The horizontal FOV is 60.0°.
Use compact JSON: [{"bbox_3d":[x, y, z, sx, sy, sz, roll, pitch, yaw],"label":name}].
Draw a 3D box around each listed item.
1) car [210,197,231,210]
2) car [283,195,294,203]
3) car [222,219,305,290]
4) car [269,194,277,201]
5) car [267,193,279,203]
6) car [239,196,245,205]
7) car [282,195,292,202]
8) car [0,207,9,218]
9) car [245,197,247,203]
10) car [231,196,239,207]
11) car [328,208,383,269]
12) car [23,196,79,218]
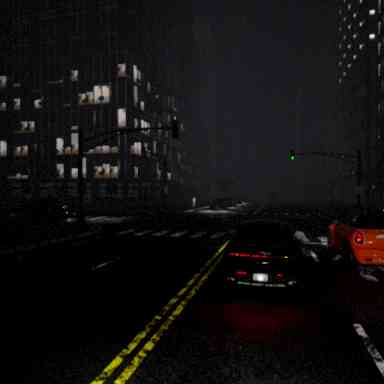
[{"bbox_3d":[3.537,1.533,42.812,1.812,1.442,4.674,0,0,14],"label":"car"},{"bbox_3d":[20.642,1.522,70.831,1.812,1.442,4.674,0,0,14],"label":"car"},{"bbox_3d":[2.025,1.510,9.259,1.837,1.490,4.892,0,0,14],"label":"car"},{"bbox_3d":[19.651,1.301,80.409,1.882,1.535,5.008,0,0,14],"label":"car"},{"bbox_3d":[17.153,1.215,70.326,2.150,2.045,5.566,0,0,14],"label":"car"},{"bbox_3d":[8.025,1.528,60.823,1.812,1.442,4.674,0,0,14],"label":"car"},{"bbox_3d":[22.929,1.516,80.121,2.128,1.511,4.902,0,0,14],"label":"car"},{"bbox_3d":[-17.007,1.446,26.982,4.313,1.339,1.947,1,0,15],"label":"car"},{"bbox_3d":[10.497,1.551,70.501,1.994,1.385,4.181,0,0,14],"label":"car"},{"bbox_3d":[5.765,1.510,51.810,1.837,1.490,4.892,0,0,14],"label":"car"},{"bbox_3d":[5.910,1.356,11.053,2.097,1.767,4.553,0,0,14],"label":"car"},{"bbox_3d":[-12.016,1.231,28.463,4.553,1.767,2.097,1,1,14],"label":"car"}]
